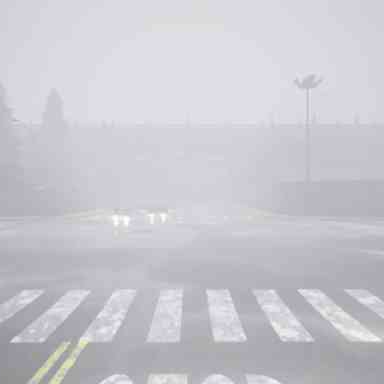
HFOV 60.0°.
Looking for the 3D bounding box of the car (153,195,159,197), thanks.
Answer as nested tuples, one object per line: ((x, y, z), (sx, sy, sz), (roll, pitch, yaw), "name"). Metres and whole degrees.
((-6.981, 1.553, 54.696), (2.033, 1.411, 5.357), (0, 0, 1), "car")

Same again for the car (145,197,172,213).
((-3.544, 1.568, 36.254), (1.994, 1.385, 4.181), (0, 0, 0), "car")

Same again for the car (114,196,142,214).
((-7.048, 1.495, 35.734), (2.128, 1.511, 4.902), (0, 0, 0), "car")

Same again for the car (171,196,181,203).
((-3.356, 1.527, 69.827), (1.812, 1.442, 4.674), (0, 0, 2), "car")

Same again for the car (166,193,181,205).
((-3.493, 1.226, 56.211), (2.150, 2.045, 5.566), (0, 0, 1), "car")

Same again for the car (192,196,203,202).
((1.248, 1.561, 77.786), (1.994, 1.385, 4.181), (0, 0, 14), "car")

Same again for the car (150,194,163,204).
((-6.944, 1.359, 65.067), (2.097, 1.767, 4.553), (0, 0, 1), "car")

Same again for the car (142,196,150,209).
((-7.035, 1.357, 44.698), (2.097, 1.767, 4.553), (0, 0, 0), "car")

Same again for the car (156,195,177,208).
((-3.539, 1.552, 45.488), (2.033, 1.411, 5.357), (0, 0, 0), "car")
